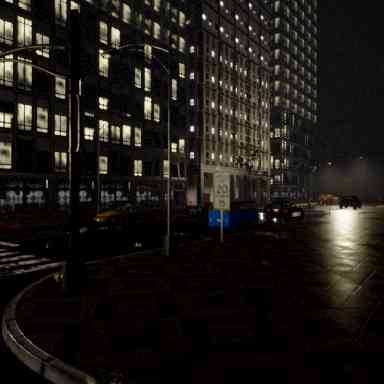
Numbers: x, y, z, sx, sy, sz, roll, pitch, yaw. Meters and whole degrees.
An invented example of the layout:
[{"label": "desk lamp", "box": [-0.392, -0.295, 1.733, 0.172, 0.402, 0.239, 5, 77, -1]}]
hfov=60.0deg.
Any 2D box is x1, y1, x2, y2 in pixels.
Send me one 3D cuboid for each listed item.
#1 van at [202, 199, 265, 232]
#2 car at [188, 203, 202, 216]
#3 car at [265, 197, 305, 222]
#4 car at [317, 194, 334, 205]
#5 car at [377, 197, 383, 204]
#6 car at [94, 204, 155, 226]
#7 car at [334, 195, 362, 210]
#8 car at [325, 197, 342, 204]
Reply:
[{"label": "van", "box": [2.636, 1.368, 20.252, 1.690, 1.788, 3.998, 0, 0, 38]}, {"label": "car", "box": [1.362, 1.603, 31.689, 1.802, 1.307, 4.206, 0, 0, 38]}, {"label": "car", "box": [7.603, 1.472, 26.877, 1.967, 1.590, 4.097, 0, 0, 38]}, {"label": "car", "box": [25.141, 1.380, 62.535, 2.192, 1.841, 5.009, 0, 0, 38]}, {"label": "car", "box": [38.174, 1.658, 66.534, 1.947, 1.339, 4.313, 0, 0, 38]}, {"label": "car", "box": [-4.751, 1.540, 23.971, 1.752, 1.417, 4.829, 0, 0, 38]}, {"label": "car", "box": [21.191, 1.368, 44.503, 2.192, 1.841, 5.009, 0, 0, 38]}, {"label": "car", "box": [28.538, 1.624, 66.940, 2.008, 1.369, 4.403, 0, 0, 38]}]
